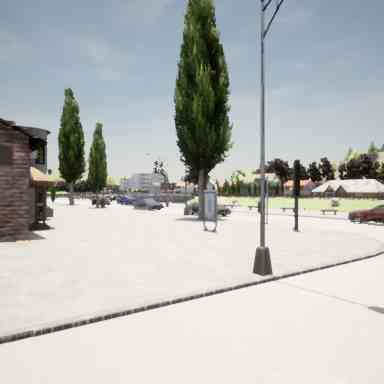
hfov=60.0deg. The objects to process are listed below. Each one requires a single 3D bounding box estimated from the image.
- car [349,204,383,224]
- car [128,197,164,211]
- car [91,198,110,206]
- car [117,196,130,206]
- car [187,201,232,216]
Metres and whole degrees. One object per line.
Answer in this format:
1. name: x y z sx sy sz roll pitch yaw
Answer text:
1. car: 13.155 1.525 22.567 1.812 1.442 4.674 -1 1 -43
2. car: -5.530 1.546 41.158 2.033 1.411 5.357 0 0 -36
3. car: -14.958 1.608 54.449 1.994 1.385 4.181 0 0 -36
4. car: -11.009 1.477 55.979 1.882 1.535 5.008 0 0 -36
5. car: 1.360 1.547 31.560 2.033 1.411 5.357 0 0 -36
